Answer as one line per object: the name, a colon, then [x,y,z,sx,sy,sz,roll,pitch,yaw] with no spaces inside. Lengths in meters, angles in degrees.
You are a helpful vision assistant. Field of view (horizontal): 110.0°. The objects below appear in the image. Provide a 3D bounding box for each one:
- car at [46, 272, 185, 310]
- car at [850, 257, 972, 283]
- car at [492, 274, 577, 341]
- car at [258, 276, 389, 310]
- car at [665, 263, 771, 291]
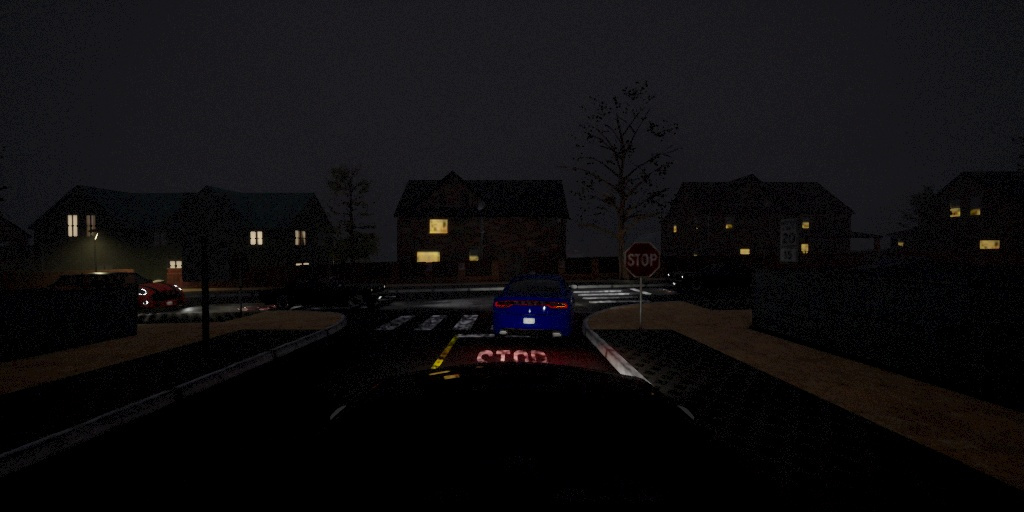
car: [-16.809,1.471,15.233,4.553,1.767,2.097,-1,1,0]
car: [20.044,0.753,18.232,5.357,1.411,2.033,-1,1,0]
car: [0.780,1.226,10.046,1.882,1.535,5.008,0,0,10]
car: [-7.822,1.506,15.247,4.718,1.301,1.895,-1,1,0]
car: [10.398,1.034,18.188,4.718,1.301,1.895,-1,1,-1]
